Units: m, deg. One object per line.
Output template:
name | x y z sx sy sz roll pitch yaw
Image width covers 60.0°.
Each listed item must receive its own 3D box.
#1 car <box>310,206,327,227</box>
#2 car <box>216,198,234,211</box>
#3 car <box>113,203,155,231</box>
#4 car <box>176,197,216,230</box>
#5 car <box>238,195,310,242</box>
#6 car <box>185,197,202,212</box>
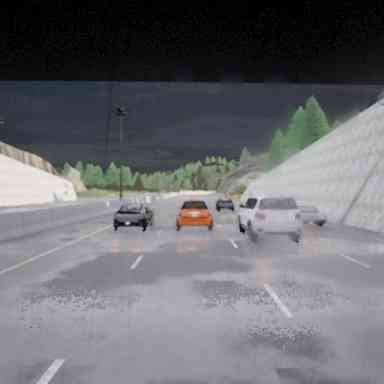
car | 7.139 1.539 22.109 1.895 1.301 4.718 0 0 0
car | 3.670 1.373 37.938 2.128 1.511 4.902 0 0 0
car | -3.365 1.422 19.839 2.128 1.511 4.902 0 0 0
car | 0.139 1.286 20.520 2.097 1.767 4.553 0 0 0
car | 3.630 1.173 16.277 2.150 2.045 5.566 0 0 0
car | 0.170 1.353 38.407 1.882 1.535 5.008 0 0 0
